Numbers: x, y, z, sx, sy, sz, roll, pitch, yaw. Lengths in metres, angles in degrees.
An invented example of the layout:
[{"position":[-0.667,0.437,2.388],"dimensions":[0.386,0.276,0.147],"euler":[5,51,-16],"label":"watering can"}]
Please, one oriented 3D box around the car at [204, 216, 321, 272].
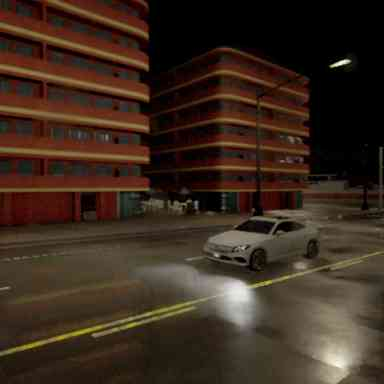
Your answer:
[{"position":[2.500,1.549,11.028],"dimensions":[4.674,1.442,1.812],"euler":[1,0,-40],"label":"car"}]
